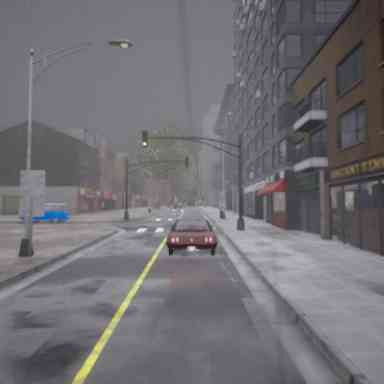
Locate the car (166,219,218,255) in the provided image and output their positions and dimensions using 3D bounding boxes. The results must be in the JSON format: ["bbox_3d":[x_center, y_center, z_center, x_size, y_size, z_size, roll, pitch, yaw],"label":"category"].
[{"bbox_3d":[-0.001,1.774,14.156,1.895,1.301,4.718,0,-1,0],"label":"car"}]

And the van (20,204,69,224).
[{"bbox_3d":[-12.932,1.920,29.356,3.998,1.788,1.690,0,-3,0],"label":"van"}]

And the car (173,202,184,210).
[{"bbox_3d":[-2.770,2.842,68.111,1.837,1.490,4.892,0,-2,0],"label":"car"}]
